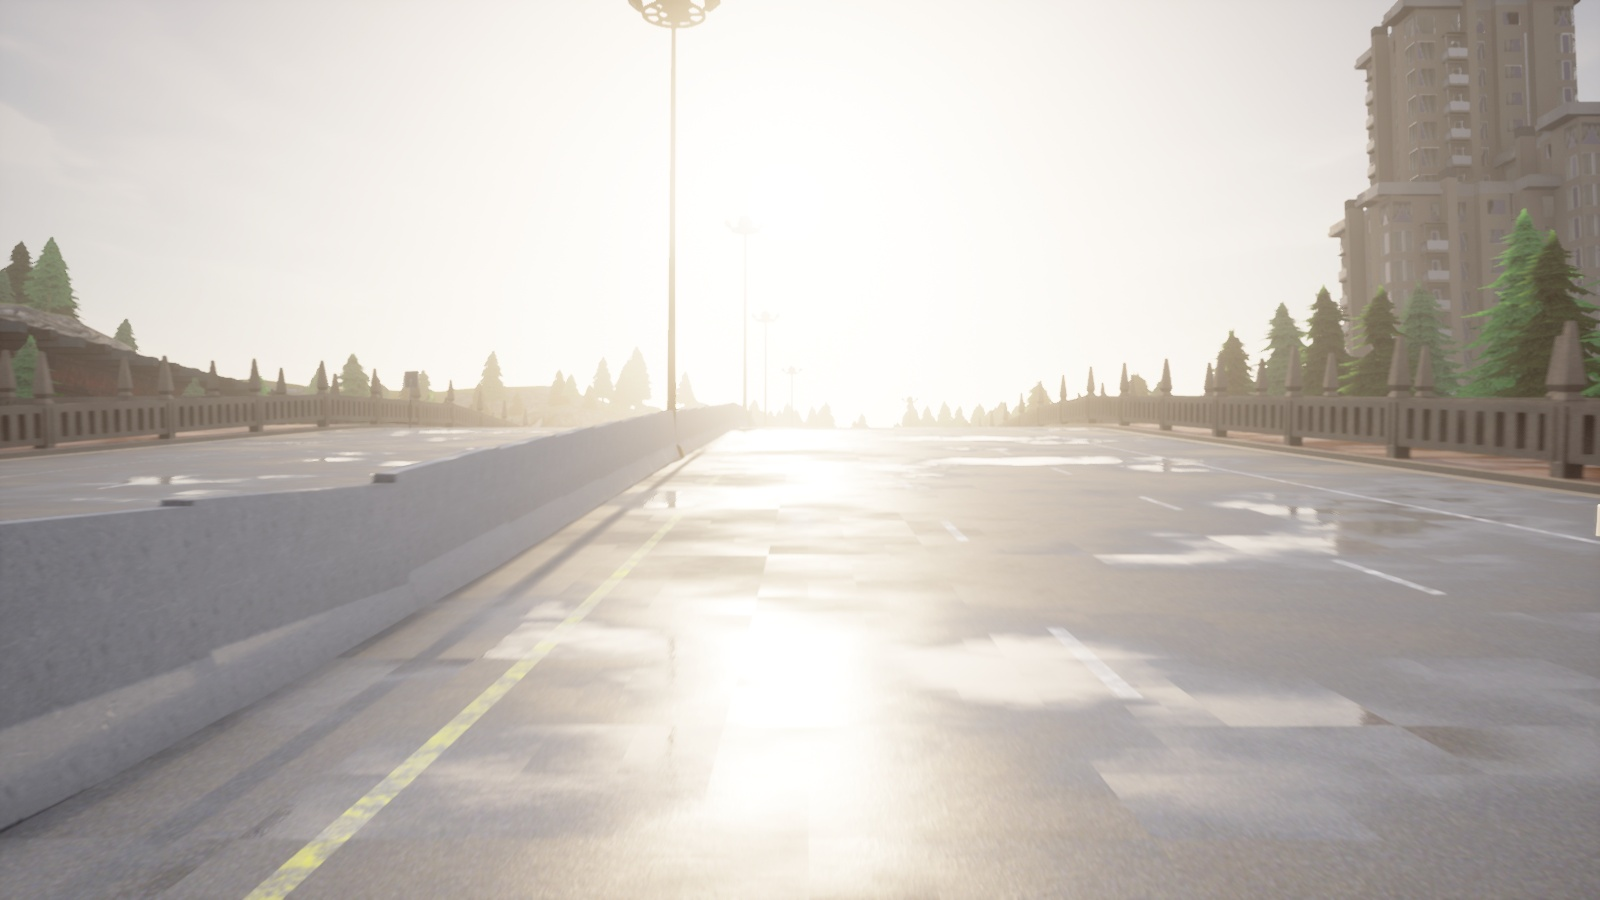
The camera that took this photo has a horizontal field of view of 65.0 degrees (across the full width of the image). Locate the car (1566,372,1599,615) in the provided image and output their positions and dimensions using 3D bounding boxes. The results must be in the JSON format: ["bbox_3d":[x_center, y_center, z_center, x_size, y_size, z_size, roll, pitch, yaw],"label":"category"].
[{"bbox_3d":[7.059,0.408,7.673,1.932,1.855,4.605,0,2,0],"label":"car"}]
